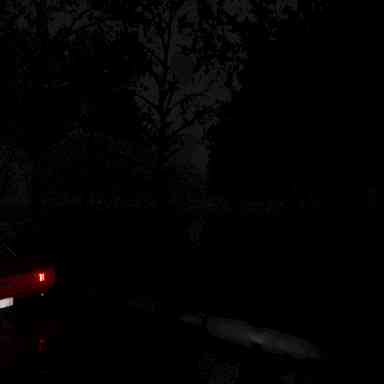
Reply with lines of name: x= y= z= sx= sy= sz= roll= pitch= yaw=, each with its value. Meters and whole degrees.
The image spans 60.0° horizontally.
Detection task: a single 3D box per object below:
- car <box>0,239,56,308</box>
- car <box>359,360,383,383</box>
car: x=-4.993 y=1.611 z=6.964 sx=4.718 sy=1.301 sz=1.895 roll=0 pitch=0 yaw=36
car: x=3.162 y=1.504 z=1.122 sx=4.892 sy=1.490 sz=1.837 roll=0 pitch=0 yaw=35
